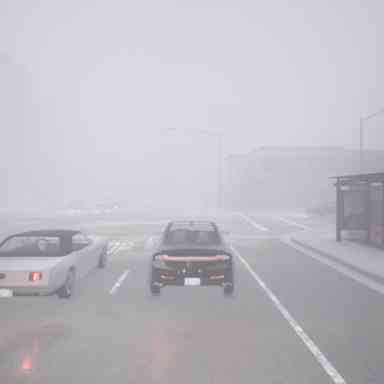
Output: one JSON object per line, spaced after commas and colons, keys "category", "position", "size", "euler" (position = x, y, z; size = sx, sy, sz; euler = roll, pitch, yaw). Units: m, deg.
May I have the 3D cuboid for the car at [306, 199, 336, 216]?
{"category": "car", "position": [12.249, 1.337, 29.327], "size": [4.181, 1.385, 1.994], "euler": [-1, 0, -4]}

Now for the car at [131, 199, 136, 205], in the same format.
{"category": "car", "position": [-14.124, 2.310, 76.779], "size": [1.812, 1.442, 4.674], "euler": [0, -1, -3]}

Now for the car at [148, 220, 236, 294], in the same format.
{"category": "car", "position": [-0.011, 1.495, 8.765], "size": [2.128, 1.511, 4.902], "euler": [0, 0, 0]}

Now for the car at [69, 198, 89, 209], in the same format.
{"category": "car", "position": [-15.953, 1.670, 47.253], "size": [2.128, 1.511, 4.902], "euler": [0, -1, -3]}

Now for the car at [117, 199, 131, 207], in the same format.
{"category": "car", "position": [-13.288, 1.966, 61.858], "size": [2.128, 1.511, 4.902], "euler": [0, -1, -3]}

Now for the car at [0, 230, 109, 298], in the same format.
{"category": "car", "position": [-3.507, 1.603, 8.431], "size": [1.895, 1.301, 4.718], "euler": [0, 0, 0]}

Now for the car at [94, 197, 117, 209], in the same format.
{"category": "car", "position": [-12.457, 1.530, 47.426], "size": [2.097, 1.767, 4.553], "euler": [0, -1, -3]}
